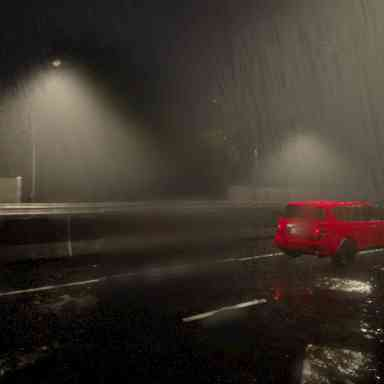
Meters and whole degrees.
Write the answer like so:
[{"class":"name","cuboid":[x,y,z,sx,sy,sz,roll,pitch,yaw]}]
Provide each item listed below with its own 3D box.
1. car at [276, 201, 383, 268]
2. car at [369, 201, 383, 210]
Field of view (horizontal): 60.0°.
[{"class":"car","cuboid":[5.446,1.357,12.002,5.566,2.045,2.150,1,0,-35]},{"class":"car","cuboid":[32.557,2.252,57.179,4.892,1.490,1.837,1,0,-35]}]
